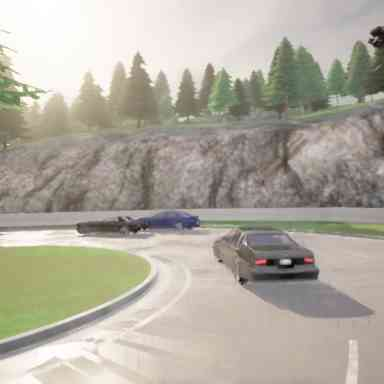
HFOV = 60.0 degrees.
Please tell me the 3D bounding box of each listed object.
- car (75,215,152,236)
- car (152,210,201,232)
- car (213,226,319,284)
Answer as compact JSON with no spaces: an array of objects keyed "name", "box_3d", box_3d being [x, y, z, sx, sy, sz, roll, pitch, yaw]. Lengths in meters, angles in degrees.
[{"name":"car","box_3d":[-5.501,2.273,22.764,4.718,1.301,1.895,-1,-2,13]},{"name":"car","box_3d":[-1.812,2.132,24.997,5.008,1.535,1.882,-2,-2,25]},{"name":"car","box_3d":[1.957,1.773,10.388,2.033,1.411,5.357,-1,-1,-6]}]
